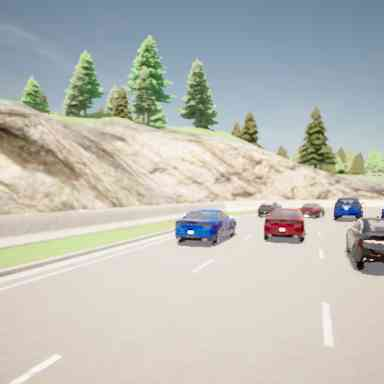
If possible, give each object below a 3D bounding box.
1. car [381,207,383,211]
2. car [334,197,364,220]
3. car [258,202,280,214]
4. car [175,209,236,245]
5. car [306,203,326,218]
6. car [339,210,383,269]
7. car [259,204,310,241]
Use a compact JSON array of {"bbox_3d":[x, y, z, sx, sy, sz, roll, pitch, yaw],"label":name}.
[{"bbox_3d":[18.712,1.814,30.803,1.882,1.535,5.008,0,0,32],"label":"car"},{"bbox_3d":[14.496,1.521,30.662,2.150,2.045,5.566,0,0,30],"label":"car"},{"bbox_3d":[8.189,1.752,33.962,2.128,1.511,4.902,0,0,28],"label":"car"},{"bbox_3d":[0.825,1.575,16.386,1.882,1.535,5.008,0,0,21],"label":"car"},{"bbox_3d":[12.074,1.817,33.309,1.812,1.442,4.674,0,0,31],"label":"car"},{"bbox_3d":[6.342,1.610,11.180,2.128,1.511,4.902,0,0,21],"label":"car"},{"bbox_3d":[5.052,1.620,17.680,1.882,1.535,5.008,0,0,21],"label":"car"}]
